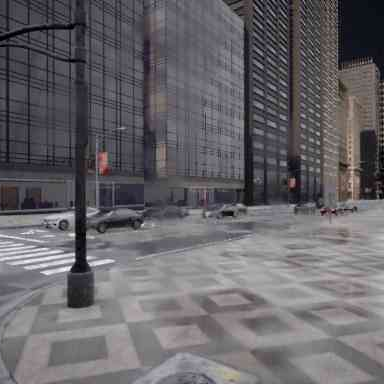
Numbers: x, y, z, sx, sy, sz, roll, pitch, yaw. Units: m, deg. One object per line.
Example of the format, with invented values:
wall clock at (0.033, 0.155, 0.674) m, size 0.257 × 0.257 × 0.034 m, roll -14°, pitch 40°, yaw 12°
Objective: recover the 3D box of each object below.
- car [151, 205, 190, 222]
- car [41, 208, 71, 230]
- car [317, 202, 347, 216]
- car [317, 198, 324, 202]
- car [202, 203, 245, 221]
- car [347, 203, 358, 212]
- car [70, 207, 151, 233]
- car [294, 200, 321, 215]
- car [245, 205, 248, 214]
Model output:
car at (-2.336, 1.908, 30.785) m, size 2.033 × 1.411 × 5.357 m, roll 0°, pitch -1°, yaw 36°
car at (-7.947, 1.757, 23.013) m, size 1.812 × 1.442 × 4.674 m, roll 0°, pitch -1°, yaw 37°
car at (17.464, 2.194, 41.330) m, size 1.895 × 1.301 × 4.718 m, roll 0°, pitch -1°, yaw 36°
car at (20.709, 1.963, 51.474) m, size 2.150 × 2.045 × 5.566 m, roll 0°, pitch -1°, yaw 36°
car at (2.816, 1.893, 32.380) m, size 2.128 × 1.511 × 4.902 m, roll 0°, pitch 0°, yaw 35°
car at (23.327, 2.276, 49.546) m, size 2.033 × 1.411 × 5.357 m, roll 0°, pitch -1°, yaw 36°
car at (-5.083, 1.749, 21.404) m, size 1.812 × 1.442 × 4.674 m, roll 0°, pitch -1°, yaw 35°
car at (14.807, 2.110, 43.204) m, size 1.837 × 1.490 × 4.892 m, roll 0°, pitch -1°, yaw 36°
car at (5.379, 2.063, 41.467) m, size 1.812 × 1.442 × 4.674 m, roll 0°, pitch -1°, yaw 36°
